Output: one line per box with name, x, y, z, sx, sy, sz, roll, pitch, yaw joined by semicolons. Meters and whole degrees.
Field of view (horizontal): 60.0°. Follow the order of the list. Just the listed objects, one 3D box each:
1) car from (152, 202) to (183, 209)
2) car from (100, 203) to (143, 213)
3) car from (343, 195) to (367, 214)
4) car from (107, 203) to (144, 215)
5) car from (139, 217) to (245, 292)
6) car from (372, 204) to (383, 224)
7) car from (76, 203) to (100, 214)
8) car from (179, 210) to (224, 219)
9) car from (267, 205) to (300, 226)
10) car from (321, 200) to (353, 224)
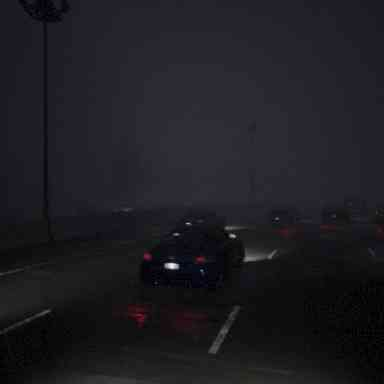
car;-2.699;1.880;37.340;1.812;1.442;4.674;-1;-1;30
car;-7.351;1.908;36.066;1.812;1.442;4.674;-1;-1;28
car;18.762;1.411;38.517;2.150;2.045;5.566;-1;0;34
car;-8.246;2.040;41.745;1.895;1.301;4.718;-1;-1;30
car;0.208;1.646;9.366;1.994;1.385;4.181;-1;-1;19
car;14.959;1.630;25.488;1.812;1.442;4.674;-1;-1;28
car;-12.389;2.035;41.456;1.994;1.385;4.181;-1;-1;29
car;0.598;1.736;19.892;1.994;1.385;4.181;-1;-1;23
car;7.000;1.694;25.327;1.812;1.442;4.674;-1;-1;27
car;11.294;1.616;25.996;1.882;1.535;5.008;-1;-1;27
